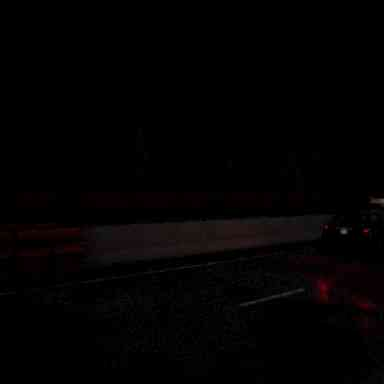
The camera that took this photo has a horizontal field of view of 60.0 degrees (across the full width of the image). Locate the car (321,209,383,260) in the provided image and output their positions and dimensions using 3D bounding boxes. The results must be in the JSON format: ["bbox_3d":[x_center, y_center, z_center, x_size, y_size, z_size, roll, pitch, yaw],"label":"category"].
[{"bbox_3d":[7.266,1.498,13.327,4.553,1.767,2.097,1,-1,-35],"label":"car"}]
